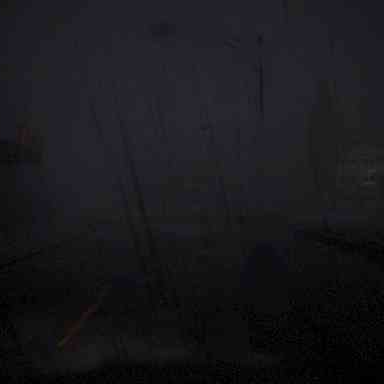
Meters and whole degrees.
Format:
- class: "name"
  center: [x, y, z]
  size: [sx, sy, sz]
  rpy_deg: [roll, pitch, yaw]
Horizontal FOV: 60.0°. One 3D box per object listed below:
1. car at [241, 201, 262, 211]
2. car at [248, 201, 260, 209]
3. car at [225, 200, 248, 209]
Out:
- class: "car"
  center: [10.240, 2.345, 57.014]
  size: [2.038, 1.542, 4.974]
  rpy_deg: [-1, -1, 29]
- class: "car"
  center: [10.213, 2.188, 56.971]
  size: [1.853, 1.218, 4.536]
  rpy_deg: [-1, -1, 29]
- class: "car"
  center: [7.435, 2.130, 57.315]
  size: [3.633, 1.501, 1.845]
  rpy_deg: [-1, -1, 10]
